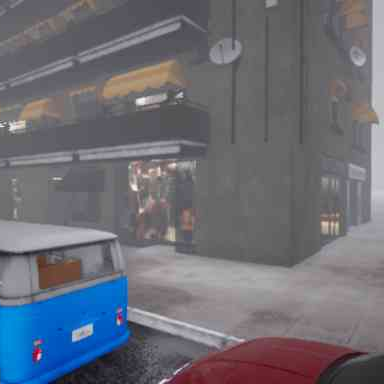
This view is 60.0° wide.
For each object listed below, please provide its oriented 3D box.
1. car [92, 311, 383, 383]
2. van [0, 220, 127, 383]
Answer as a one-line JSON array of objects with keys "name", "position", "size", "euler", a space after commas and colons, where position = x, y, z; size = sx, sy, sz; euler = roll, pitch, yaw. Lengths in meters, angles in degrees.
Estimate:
[{"name": "car", "position": [1.761, 1.544, 1.611], "size": [4.507, 1.381, 1.887], "euler": [0, 0, 35]}, {"name": "van", "position": [-2.738, 1.347, 4.816], "size": [3.998, 1.788, 1.690], "euler": [0, 0, 35]}]
